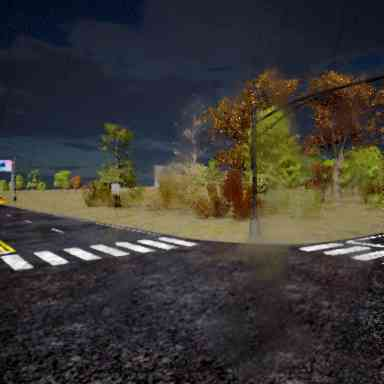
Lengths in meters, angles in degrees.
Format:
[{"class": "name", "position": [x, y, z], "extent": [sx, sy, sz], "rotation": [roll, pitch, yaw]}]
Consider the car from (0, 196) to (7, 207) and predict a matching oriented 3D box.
[{"class": "car", "position": [-27.254, 1.302, 46.599], "extent": [1.882, 1.535, 5.008], "rotation": [-1, 1, -38]}]
